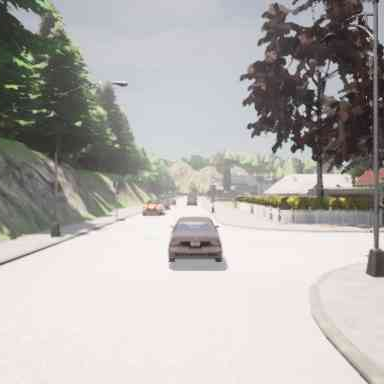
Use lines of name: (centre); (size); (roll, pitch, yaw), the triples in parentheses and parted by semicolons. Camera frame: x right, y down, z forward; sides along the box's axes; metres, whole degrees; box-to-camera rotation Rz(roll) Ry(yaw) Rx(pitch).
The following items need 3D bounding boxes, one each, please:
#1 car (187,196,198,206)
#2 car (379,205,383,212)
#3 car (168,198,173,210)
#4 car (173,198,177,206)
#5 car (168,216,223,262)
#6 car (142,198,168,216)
car: (0.019, 1.921, 62.175); (1.994, 1.385, 4.181); (0, 0, 0)
car: (15.795, 1.474, 30.317); (1.994, 1.381, 4.181); (0, 0, 0)
car: (-4.064, 1.794, 46.421); (1.812, 1.442, 4.674); (0, 0, 0)
car: (-3.981, 1.866, 65.002); (2.128, 1.511, 4.902); (0, 0, 0)
car: (0.102, 1.620, 12.457); (2.033, 1.411, 5.357); (0, 0, 0)
car: (-4.078, 1.558, 35.720); (2.097, 1.767, 4.553); (0, 0, 0)
